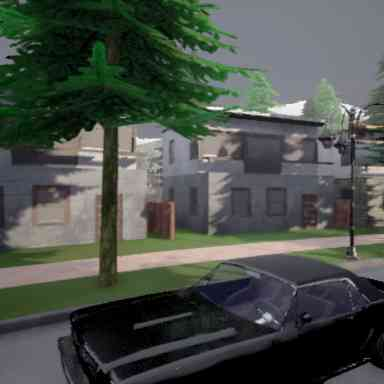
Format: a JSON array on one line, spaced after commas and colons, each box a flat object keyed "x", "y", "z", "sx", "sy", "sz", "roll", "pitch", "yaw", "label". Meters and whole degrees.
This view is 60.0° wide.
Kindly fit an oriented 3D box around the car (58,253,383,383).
[{"x": 0.879, "y": 1.576, "z": 4.230, "sx": 4.718, "sy": 1.301, "sz": 1.895, "roll": 0, "pitch": 0, "yaw": -31, "label": "car"}]
